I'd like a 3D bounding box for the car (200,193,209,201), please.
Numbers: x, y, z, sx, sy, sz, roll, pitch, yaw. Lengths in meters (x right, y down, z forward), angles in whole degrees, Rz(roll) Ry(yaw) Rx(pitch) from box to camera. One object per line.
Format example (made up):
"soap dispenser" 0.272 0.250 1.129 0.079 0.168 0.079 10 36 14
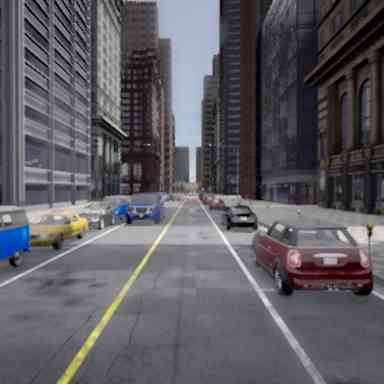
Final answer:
"car" 2.725 1.283 53.647 1.802 1.307 4.206 0 0 0

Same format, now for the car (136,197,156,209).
"car" -5.793 1.327 42.363 1.947 1.339 4.313 0 0 0

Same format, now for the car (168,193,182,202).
"car" -3.059 1.202 65.084 1.994 1.385 4.181 0 0 0

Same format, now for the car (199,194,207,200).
"car" 2.706 1.130 81.827 1.947 1.339 4.313 0 0 0

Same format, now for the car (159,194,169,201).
"car" -5.811 1.142 70.375 1.752 1.417 4.829 0 0 0

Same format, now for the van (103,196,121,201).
"van" -5.783 1.194 25.452 1.690 1.788 3.998 0 0 0

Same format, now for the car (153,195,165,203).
"car" -5.804 1.253 59.273 1.802 1.307 4.206 0 0 0

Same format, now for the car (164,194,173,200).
"car" -5.819 1.130 81.818 1.947 1.339 4.313 0 0 0

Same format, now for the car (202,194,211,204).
"car" 2.729 1.312 48.010 1.802 1.307 4.206 0 0 0

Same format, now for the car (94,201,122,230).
"car" -5.778 1.435 19.816 2.008 1.369 4.403 0 0 0

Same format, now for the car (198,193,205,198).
"car" 2.698 0.954 93.098 1.967 1.590 4.097 0 0 0

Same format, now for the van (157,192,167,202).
"van" -5.808 0.984 64.908 1.690 1.788 3.998 0 0 0

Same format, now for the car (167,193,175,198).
"car" -5.826 1.065 93.092 2.008 1.369 4.403 0 0 0

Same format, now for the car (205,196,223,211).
"car" 2.736 1.374 36.738 1.802 1.307 4.206 0 0 0

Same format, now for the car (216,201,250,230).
"car" 2.747 1.450 19.828 1.947 1.339 4.313 0 0 0

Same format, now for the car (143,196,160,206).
"car" -5.796 1.296 47.999 1.947 1.339 4.313 0 0 0

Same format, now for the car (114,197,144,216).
"car" -5.786 1.263 31.088 1.967 1.590 4.097 0 0 0

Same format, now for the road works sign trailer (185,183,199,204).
"road works sign trailer" -0.036 0.155 55.528 2.380 3.560 2.880 0 0 0

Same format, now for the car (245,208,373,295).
"car" 2.754 1.389 8.555 1.967 1.590 4.097 0 0 0

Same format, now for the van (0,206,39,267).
"van" -5.772 1.290 8.542 1.690 1.788 3.998 0 0 0

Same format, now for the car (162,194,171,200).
"car" -5.815 1.171 76.182 1.802 1.307 4.206 0 0 0

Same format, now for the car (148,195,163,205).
"car" -5.800 1.251 53.635 2.008 1.369 4.403 0 0 0

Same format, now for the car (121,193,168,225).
"car" -3.116 1.087 23.191 2.150 2.045 5.566 0 0 0

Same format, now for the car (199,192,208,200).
"car" 2.721 1.112 59.282 1.967 1.590 4.097 0 0 0

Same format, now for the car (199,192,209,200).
"car" 2.709 0.905 76.189 2.192 1.841 5.009 0 0 0

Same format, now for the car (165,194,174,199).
"car" -5.822 1.105 87.455 1.947 1.339 4.313 0 0 0

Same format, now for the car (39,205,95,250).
"car" -5.774 1.443 14.010 1.752 1.417 4.829 0 0 0

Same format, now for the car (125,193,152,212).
"car" -5.790 1.107 36.725 2.192 1.841 5.009 0 0 0
